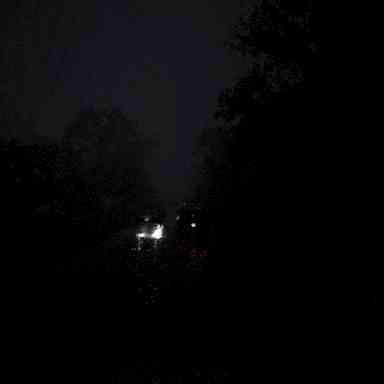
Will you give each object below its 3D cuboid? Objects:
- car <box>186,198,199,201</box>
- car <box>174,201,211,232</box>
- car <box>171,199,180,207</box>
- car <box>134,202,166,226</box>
[{"bbox_3d":[0.000,1.461,37.927,2.097,1.767,4.553,0,-1,0],"label":"car"},{"bbox_3d":[0.067,1.507,20.164,1.837,1.490,4.892,0,0,0],"label":"car"},{"bbox_3d":[-3.083,2.052,65.015,1.882,1.535,5.008,0,-1,0],"label":"car"},{"bbox_3d":[-2.897,1.503,23.734,2.128,1.511,4.902,0,0,0],"label":"car"}]
